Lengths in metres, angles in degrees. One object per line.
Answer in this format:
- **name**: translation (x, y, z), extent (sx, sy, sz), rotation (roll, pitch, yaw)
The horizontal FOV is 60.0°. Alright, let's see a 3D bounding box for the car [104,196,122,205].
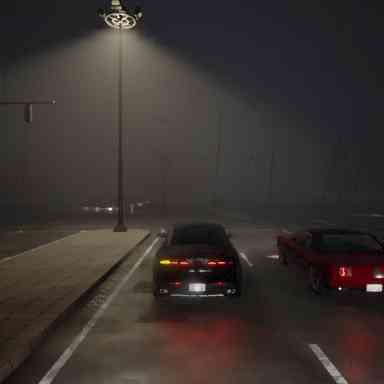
- **car**: translation (-14.672, 1.547, 62.125), extent (2.033, 1.411, 5.357), rotation (0, 0, 1)

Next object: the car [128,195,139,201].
- **car**: translation (-14.483, 1.517, 82.275), extent (1.812, 1.442, 4.674), rotation (0, 0, 1)

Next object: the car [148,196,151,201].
- **car**: translation (-11.015, 1.552, 79.162), extent (1.994, 1.385, 4.181), rotation (0, 0, 0)

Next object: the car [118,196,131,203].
- **car**: translation (-14.562, 1.553, 72.071), extent (1.994, 1.385, 4.181), rotation (0, 0, 0)

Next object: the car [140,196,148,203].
- **car**: translation (-11.079, 1.595, 69.310), extent (1.895, 1.301, 4.718), rotation (0, 0, 0)

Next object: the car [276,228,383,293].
- **car**: translation (3.627, 1.601, 8.772), extent (1.895, 1.301, 4.718), rotation (0, 0, 1)

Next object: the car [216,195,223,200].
- **car**: translation (7.828, 1.553, 94.672), extent (1.994, 1.385, 4.181), rotation (0, 0, 2)

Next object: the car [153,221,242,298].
- **car**: translation (0.124, 1.505, 8.527), extent (1.837, 1.490, 4.892), rotation (0, 0, 1)

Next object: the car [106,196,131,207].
- **car**: translation (-11.284, 1.601, 51.327), extent (1.895, 1.301, 4.718), rotation (0, 0, 0)

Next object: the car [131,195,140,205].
- **car**: translation (-11.205, 1.505, 60.337), extent (1.837, 1.490, 4.892), rotation (0, 0, 1)

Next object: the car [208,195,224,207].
- **car**: translation (3.863, 1.477, 51.338), extent (1.882, 1.535, 5.008), rotation (0, 0, 1)

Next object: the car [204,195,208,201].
- **car**: translation (4.026, 1.524, 82.787), extent (1.812, 1.442, 4.674), rotation (0, 0, 1)

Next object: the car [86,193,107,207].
- **car**: translation (-14.777, 1.221, 51.876), extent (2.150, 2.045, 5.566), rotation (0, 0, 0)
